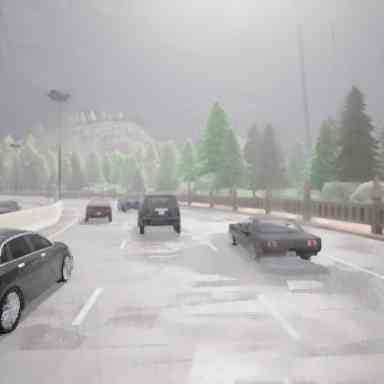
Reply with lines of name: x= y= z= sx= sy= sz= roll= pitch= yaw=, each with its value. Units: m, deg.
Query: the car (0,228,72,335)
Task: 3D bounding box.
car: x=-3.841 y=1.472 z=6.559 sx=1.837 sy=1.490 sz=4.892 roll=0 pitch=0 yaw=-4

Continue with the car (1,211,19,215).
car: x=-14.245 y=1.417 z=25.195 sx=1.837 sy=1.490 sz=4.892 roll=0 pitch=0 yaw=-16

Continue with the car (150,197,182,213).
car: x=-2.853 y=1.310 z=35.392 sx=2.033 sy=1.411 sz=5.357 roll=0 pitch=0 yaw=-19

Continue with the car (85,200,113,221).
car: x=-7.157 y=1.325 z=25.601 sx=1.882 sy=1.535 sz=5.008 roll=0 pitch=0 yaw=-15

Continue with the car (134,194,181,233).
car: x=-1.988 y=1.096 z=18.946 sx=2.150 sy=2.045 sz=5.566 roll=0 pitch=0 yaw=-11

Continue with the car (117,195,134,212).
car: x=-6.707 y=1.128 z=35.494 sx=2.097 sy=1.767 sz=4.553 roll=0 pitch=0 yaw=-20

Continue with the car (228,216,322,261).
car: x=2.632 y=1.507 z=11.869 sx=1.895 sy=1.301 sz=4.718 roll=0 pitch=0 yaw=-7
